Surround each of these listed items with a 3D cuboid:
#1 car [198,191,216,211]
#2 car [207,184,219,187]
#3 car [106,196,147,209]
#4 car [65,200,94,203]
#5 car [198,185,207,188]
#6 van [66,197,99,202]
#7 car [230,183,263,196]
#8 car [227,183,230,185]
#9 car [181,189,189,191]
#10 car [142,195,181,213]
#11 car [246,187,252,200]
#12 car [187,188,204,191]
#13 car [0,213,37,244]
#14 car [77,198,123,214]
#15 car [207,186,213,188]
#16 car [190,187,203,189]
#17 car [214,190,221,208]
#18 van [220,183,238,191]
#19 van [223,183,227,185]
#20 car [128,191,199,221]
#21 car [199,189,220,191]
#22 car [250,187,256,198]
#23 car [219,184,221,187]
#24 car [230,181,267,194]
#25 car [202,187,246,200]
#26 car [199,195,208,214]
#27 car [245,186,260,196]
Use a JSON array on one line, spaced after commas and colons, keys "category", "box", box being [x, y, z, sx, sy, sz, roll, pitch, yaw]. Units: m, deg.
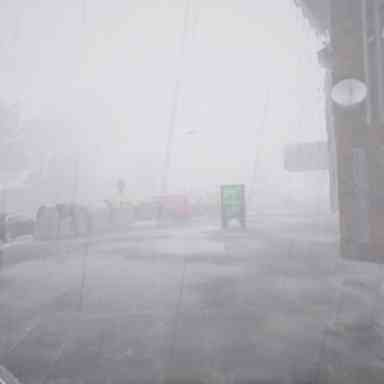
[{"category": "car", "box": [-0.463, 1.187, 32.386, 4.553, 1.767, 2.185, -2, 2, 23]}, {"category": "car", "box": [2.072, -0.333, 70.208, 5.566, 2.045, 2.435, -2, 2, 23]}, {"category": "car", "box": [-8.743, 1.388, 44.372, 4.892, 1.521, 2.231, -2, 2, 23]}, {"category": "car", "box": [-13.027, 1.934, 34.187, 4.892, 1.521, 2.231, -2, 1, 23]}, {"category": "car", "box": [-0.086, 0.085, 65.071, 4.553, 1.767, 2.185, -2, 2, 23]}, {"category": "van", "box": [-11.849, 1.583, 36.723, 4.442, 1.987, 1.878, -2, 2, 23]}, {"category": "car", "box": [8.685, -0.046, 54.144, 4.553, 1.767, 2.185, -2, 2, 23]}, {"category": "car", "box": [7.483, -0.939, 83.071, 4.553, 1.767, 2.185, -2, 2, 23]}, {"category": "car", "box": [-3.378, 0.531, 57.241, 4.553, 1.767, 2.185, -2, 2, 23]}, {"category": "car", "box": [-3.321, 1.329, 37.283, 2.128, 1.511, 4.902, -2, 2, 23]}, {"category": "car", "box": [5.289, 0.575, 45.896, 4.792, 1.488, 2.163, -2, 2, 23]}, {"category": "car", "box": [1.343, 0.500, 56.479, 1.994, 1.385, 4.181, -2, 2, 23]}, {"category": "car", "box": [-9.994, 1.889, 18.134, 2.128, 1.511, 4.902, -2, -1, 1]}, {"category": "car", "box": [-10.868, 1.674, 39.350, 4.892, 1.521, 2.231, -2, 2, 23]}, {"category": "car", "box": [1.006, 0.094, 67.647, 4.792, 1.488, 2.163, -2, 2, 23]}, {"category": "car", "box": [-1.103, 0.384, 62.478, 4.792, 1.488, 2.163, -2, 2, 23]}, {"category": "car", "box": [2.019, 0.998, 37.720, 5.366, 1.575, 1.946, -2, 2, 23]}, {"category": "van", "box": [9.776, -1.337, 88.155, 4.442, 1.987, 1.878, -2, 2, 23]}, {"category": "van", "box": [5.236, -0.743, 77.960, 4.442, 1.987, 1.878, -2, 2, 23]}, {"category": "car", "box": [-2.705, 1.294, 27.066, 5.566, 2.045, 2.435, -2, 1, 23]}, {"category": "car", "box": [3.041, 0.848, 40.610, 4.892, 1.521, 2.231, -2, 2, 23]}, {"category": "car", "box": [6.398, 0.432, 48.614, 4.674, 1.452, 2.002, -2, 2, 23]}, {"category": "car", "box": [3.215, -0.356, 72.762, 4.553, 1.767, 2.185, -2, 2, 23]}, {"category": "car", "box": [9.822, -0.321, 56.706, 5.566, 2.045, 2.435, -2, 2, 23]}, {"category": "car", "box": [4.145, 0.574, 43.185, 4.553, 1.767, 2.185, -2, 2, 23]}, {"category": "car", "box": [-1.519, 1.437, 29.770, 5.008, 1.535, 2.097, -2, 2, 23]}, {"category": "car", "box": [7.583, 0.272, 51.434, 4.674, 1.452, 2.002, -2, 2, 23]}]
